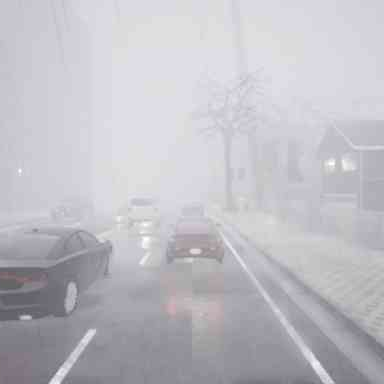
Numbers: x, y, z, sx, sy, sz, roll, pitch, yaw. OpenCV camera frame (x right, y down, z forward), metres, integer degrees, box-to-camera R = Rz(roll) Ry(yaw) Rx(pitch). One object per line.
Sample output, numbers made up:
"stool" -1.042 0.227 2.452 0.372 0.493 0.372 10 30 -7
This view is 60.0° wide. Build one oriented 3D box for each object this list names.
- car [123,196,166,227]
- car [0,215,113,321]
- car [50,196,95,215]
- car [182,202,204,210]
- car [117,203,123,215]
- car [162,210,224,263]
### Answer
"car" -3.157 1.320 23.869 2.150 2.045 5.566 0 0 0
"car" -3.151 1.510 7.515 1.882 1.535 5.008 0 0 0
"car" -9.845 1.332 28.001 2.150 2.045 5.566 0 0 0
"car" 0.093 1.594 29.563 1.882 1.535 5.008 0 0 0
"car" -6.559 1.658 35.179 1.812 1.442 4.674 0 0 1
"car" 0.097 1.578 12.039 1.812 1.442 4.674 0 0 0
